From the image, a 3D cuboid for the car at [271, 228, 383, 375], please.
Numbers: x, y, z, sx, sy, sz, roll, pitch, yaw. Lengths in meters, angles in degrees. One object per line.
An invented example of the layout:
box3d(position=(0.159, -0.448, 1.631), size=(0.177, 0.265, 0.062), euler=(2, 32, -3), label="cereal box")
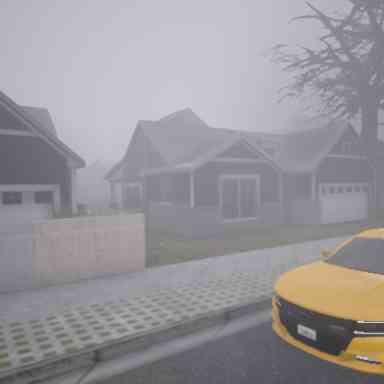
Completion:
box3d(position=(3.432, 1.367, 5.415), size=(5.008, 1.535, 1.882), euler=(-1, 1, -35), label="car")
